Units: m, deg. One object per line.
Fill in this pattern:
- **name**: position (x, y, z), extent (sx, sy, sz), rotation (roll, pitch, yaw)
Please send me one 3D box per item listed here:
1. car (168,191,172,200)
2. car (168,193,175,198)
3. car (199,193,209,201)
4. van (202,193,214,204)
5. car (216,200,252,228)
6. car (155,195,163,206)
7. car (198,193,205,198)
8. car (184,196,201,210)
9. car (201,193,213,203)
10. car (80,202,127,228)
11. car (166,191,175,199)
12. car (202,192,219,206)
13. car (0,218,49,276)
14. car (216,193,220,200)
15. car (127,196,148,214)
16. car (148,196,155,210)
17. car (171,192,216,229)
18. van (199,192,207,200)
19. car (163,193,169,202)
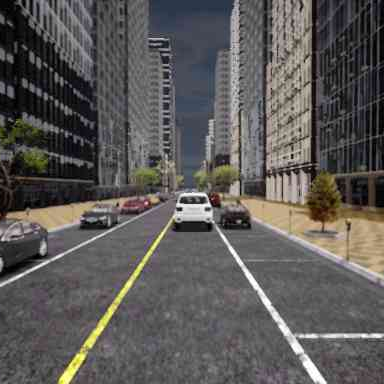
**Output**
- **car**: position (-5.743, 1.114, 72.216), extent (2.008, 1.369, 4.403), rotation (-1, 0, 0)
- **car**: position (-5.757, 1.004, 94.951), extent (1.802, 1.307, 4.206), rotation (-1, 0, 0)
- **car**: position (2.636, 1.003, 72.221), extent (1.967, 1.590, 4.097), rotation (-1, 0, 0)
- **van**: position (2.647, 1.009, 55.170), extent (1.690, 1.788, 3.998), rotation (-1, 0, 0)
- **car**: position (2.670, 1.424, 21.069), extent (2.008, 1.369, 4.403), rotation (-1, 0, 0)
- **car**: position (-5.728, 1.229, 49.312), extent (1.752, 1.417, 4.829), rotation (-1, 0, 0)
- **car**: position (2.624, 0.973, 94.956), extent (2.008, 1.369, 4.403), rotation (-1, 0, 0)
- **car**: position (0.064, 1.292, 38.941), extent (1.812, 1.442, 4.674), rotation (0, 0, 0)
- **car**: position (2.644, 1.073, 60.854), extent (1.967, 1.590, 4.097), rotation (-1, 0, 0)
- **car**: position (-5.711, 1.424, 21.064), extent (2.008, 1.369, 4.403), rotation (-1, 0, 0)
- **car**: position (-5.755, 0.772, 89.265), extent (2.192, 1.841, 5.009), rotation (-1, 0, 0)
- **car**: position (2.650, 1.017, 49.486), extent (2.192, 1.841, 5.009), rotation (-1, 0, 0)
- **car**: position (-5.704, 1.492, 9.697), extent (2.008, 1.369, 4.403), rotation (-1, 0, 0)
- **car**: position (2.653, 1.052, 43.802), extent (2.192, 1.841, 5.009), rotation (-1, 0, 0)
- **car**: position (-5.718, 1.387, 32.431), extent (1.802, 1.307, 4.206), rotation (-1, 0, 0)
- **car**: position (-5.722, 1.211, 38.114), extent (1.967, 1.590, 4.097), rotation (-1, 0, 0)
- **car**: position (0.088, 1.096, 20.856), extent (2.150, 2.045, 5.566), rotation (0, 0, 0)
- **van**: position (2.632, 0.869, 77.903), extent (1.690, 1.788, 3.998), rotation (-1, 0, 0)
- **car**: position (-5.736, 1.199, 60.849), extent (1.947, 1.339, 4.313), rotation (-1, 0, 0)
